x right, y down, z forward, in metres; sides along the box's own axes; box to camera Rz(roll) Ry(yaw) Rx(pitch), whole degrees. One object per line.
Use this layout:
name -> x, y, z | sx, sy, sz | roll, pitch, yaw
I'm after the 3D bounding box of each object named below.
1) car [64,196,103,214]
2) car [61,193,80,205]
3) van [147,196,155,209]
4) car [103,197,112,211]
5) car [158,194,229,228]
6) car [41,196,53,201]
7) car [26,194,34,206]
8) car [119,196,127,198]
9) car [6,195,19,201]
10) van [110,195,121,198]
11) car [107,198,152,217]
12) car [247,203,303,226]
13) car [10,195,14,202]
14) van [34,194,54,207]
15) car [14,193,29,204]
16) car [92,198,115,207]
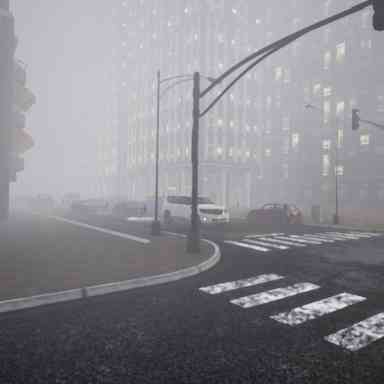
car -> -10.804, 1.426, 32.948 | 2.008, 1.369, 4.403 | 1, -1, -35
car -> -20.402, 1.180, 56.346 | 2.150, 2.045, 5.566 | 1, -1, -35
van -> -3.964, 1.380, 37.794 | 1.690, 1.788, 3.998 | 1, -1, -35
car -> -11.605, 1.467, 38.571 | 2.033, 1.411, 5.357 | 1, -1, -35
car -> 0.049, 1.168, 22.119 | 2.150, 2.045, 5.566 | 1, -1, -35
car -> -36.625, 1.568, 83.880 | 1.802, 1.307, 4.206 | 1, -1, -35
car -> -23.867, 1.431, 51.383 | 1.802, 1.307, 4.206 | 1, -1, -35
car -> -7.233, 1.582, 42.401 | 2.008, 1.369, 4.403 | 1, -1, -35
car -> -40.194, 1.377, 74.428 | 2.008, 1.369, 4.403 | 1, -1, -35
van -> -10.495, 1.366, 47.012 | 1.690, 1.788, 3.998 | 1, -1, -35
car -> -5.730, 1.497, 30.275 | 1.994, 1.385, 4.181 | 1, -1, -35
car -> 5.832, 1.503, 23.967 | 1.967, 1.590, 4.097 | 1, -1, -35
car -> -36.930, 1.395, 69.819 | 1.947, 1.339, 4.313 | 1, -1, -35
van -> -20.597, 1.196, 46.777 | 1.690, 1.788, 3.998 | 1, -1, -35
car -> -30.394, 1.154, 60.604 | 2.192, 1.841, 5.009 | 1, -1, -35
car -> -13.765, 1.584, 51.618 | 1.947, 1.339, 4.313 | 1, -1, -35
